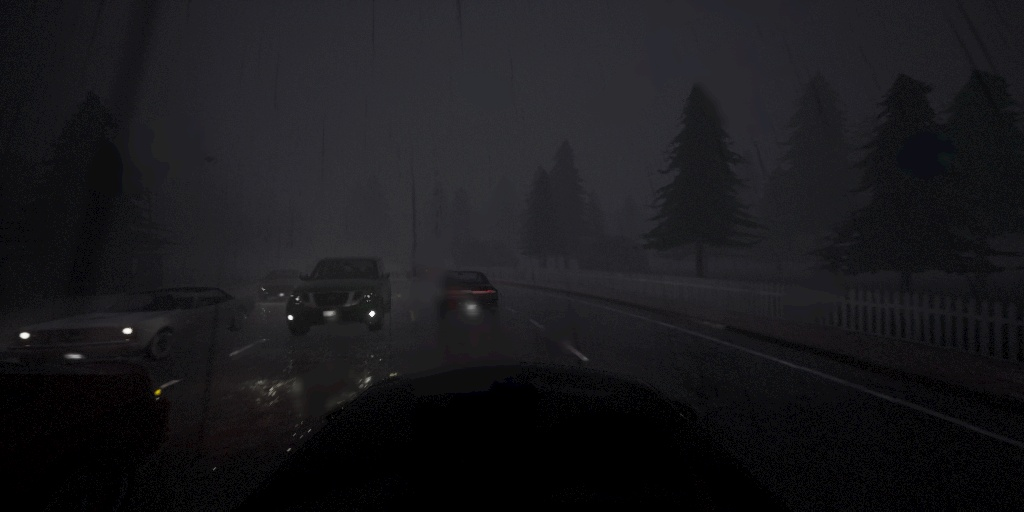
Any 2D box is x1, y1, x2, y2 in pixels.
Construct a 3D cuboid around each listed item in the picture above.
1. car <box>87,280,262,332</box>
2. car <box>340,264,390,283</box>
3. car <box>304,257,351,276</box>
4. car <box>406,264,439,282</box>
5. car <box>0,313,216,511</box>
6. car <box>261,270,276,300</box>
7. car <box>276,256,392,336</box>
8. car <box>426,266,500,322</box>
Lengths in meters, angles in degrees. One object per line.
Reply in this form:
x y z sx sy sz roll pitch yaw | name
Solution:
-8.050 1.432 8.340 1.895 1.301 4.718 -1 0 -13 | car
-12.712 1.426 30.829 2.033 1.411 5.357 -1 0 -45 | car
-21.329 1.186 41.367 5.566 2.045 2.150 -1 0 30 | car
-7.206 1.349 30.120 1.812 1.442 4.674 -1 0 -41 | car
-3.776 1.313 1.158 1.812 1.442 4.674 -1 0 -2 | car
-11.981 1.418 18.935 2.033 1.411 5.357 -1 0 -29 | car
-5.017 1.022 11.189 2.150 2.045 5.566 -1 0 -15 | car
-1.736 1.260 12.446 2.128 1.511 4.902 0 0 -15 | car
